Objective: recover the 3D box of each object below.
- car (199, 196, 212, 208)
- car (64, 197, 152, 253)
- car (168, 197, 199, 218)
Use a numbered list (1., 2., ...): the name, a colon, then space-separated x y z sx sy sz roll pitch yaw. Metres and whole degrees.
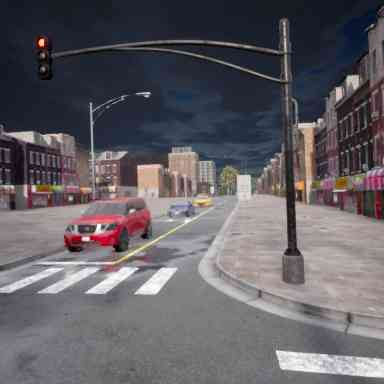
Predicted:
1. car: 1.599 1.292 44.944 1.882 1.535 5.008 -2 0 10
2. car: -3.383 1.308 14.638 2.150 2.045 5.566 -2 0 9
3. car: -0.893 1.479 29.881 1.812 1.442 4.674 -2 0 9
